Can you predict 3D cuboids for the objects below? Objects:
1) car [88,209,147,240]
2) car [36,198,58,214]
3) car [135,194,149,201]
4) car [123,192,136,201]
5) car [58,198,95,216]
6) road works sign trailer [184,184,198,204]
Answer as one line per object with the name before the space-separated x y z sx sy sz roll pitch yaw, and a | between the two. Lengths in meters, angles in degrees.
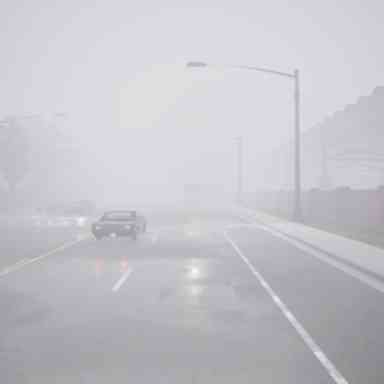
car | -3.405 1.551 16.547 1.895 1.301 4.718 0 0 0
car | -14.099 1.391 33.933 2.128 1.511 4.902 0 0 0
car | -10.524 1.251 72.546 1.812 1.442 4.674 0 0 0
car | -14.025 0.931 75.467 2.150 2.045 5.566 0 0 0
car | -10.602 1.412 31.570 1.837 1.490 4.892 0 0 0
road works sign trailer | -0.019 0.283 60.107 2.380 3.560 2.880 0 0 0
